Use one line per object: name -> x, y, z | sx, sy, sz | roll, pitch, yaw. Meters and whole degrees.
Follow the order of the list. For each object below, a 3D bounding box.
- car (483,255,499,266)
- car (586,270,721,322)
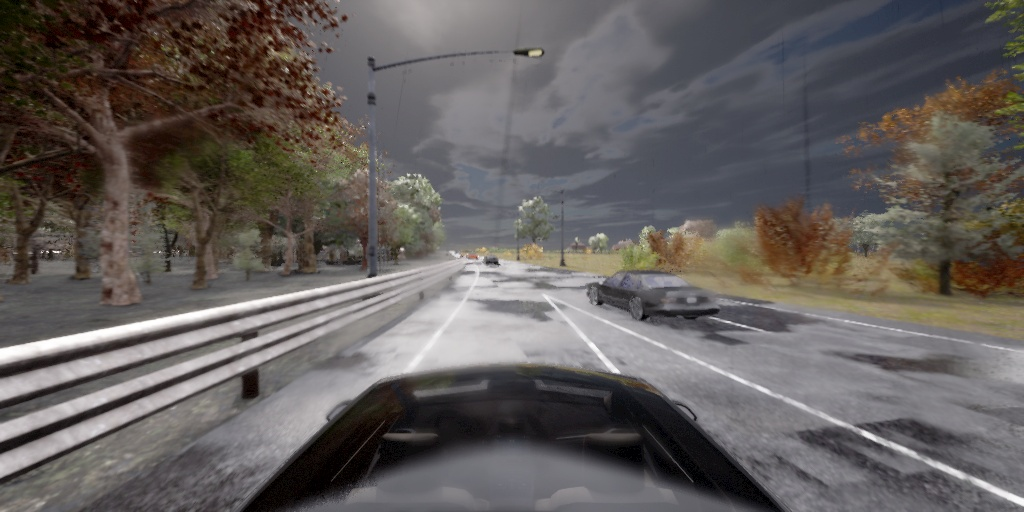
car -> -3.050, 0.584, 51.443 | 1.837, 1.490, 4.892 | 0, 1, -10
car -> 4.225, 1.163, 11.798 | 2.033, 1.411, 5.357 | 0, 1, -10
